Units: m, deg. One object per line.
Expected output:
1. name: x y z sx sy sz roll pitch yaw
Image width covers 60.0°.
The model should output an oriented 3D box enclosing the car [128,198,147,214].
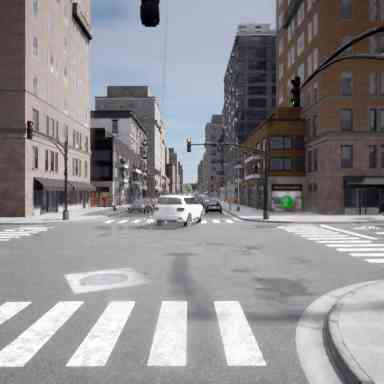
1. car: -5.749 1.480 36.113 1.967 1.590 4.097 0 0 0

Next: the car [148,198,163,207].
1. car: -5.756 1.653 52.645 1.802 1.307 4.206 0 0 0

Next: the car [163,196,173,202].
1. car: -5.769 1.694 80.199 2.008 1.369 4.403 0 0 0

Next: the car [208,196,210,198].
1. car: 2.271 1.641 47.139 1.802 1.307 4.206 0 0 0

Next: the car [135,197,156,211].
1. car: -5.751 1.489 41.624 1.967 1.590 4.097 0 0 0

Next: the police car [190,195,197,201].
1. police car: 0.440 1.599 90.193 1.930 1.638 5.238 0 0 0

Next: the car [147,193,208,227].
1. car: -0.804 1.241 23.021 2.150 2.045 5.566 1 0 16

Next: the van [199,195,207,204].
1. van: 2.261 1.453 69.182 1.690 1.788 3.998 0 0 0

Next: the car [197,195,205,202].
1. car: 2.253 1.600 85.714 1.967 1.590 4.097 0 0 0

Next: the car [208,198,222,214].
1. car: 2.276 1.606 36.116 1.947 1.339 4.313 0 0 0

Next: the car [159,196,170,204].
1. car: -5.764 1.552 69.178 1.967 1.590 4.097 0 0 0

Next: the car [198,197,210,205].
1. car: 2.263 1.647 63.671 2.008 1.369 4.403 0 0 0

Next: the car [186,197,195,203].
1. car: -0.368 1.720 73.596 1.895 1.301 4.718 0 0 0

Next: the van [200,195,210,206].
1. van: 2.266 1.424 58.160 1.690 1.788 3.998 0 0 0

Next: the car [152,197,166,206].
1. car: -5.759 1.634 58.156 2.008 1.369 4.403 0 0 0

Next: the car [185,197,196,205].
1. car: -0.273 1.643 63.250 2.033 1.411 5.357 0 0 0
